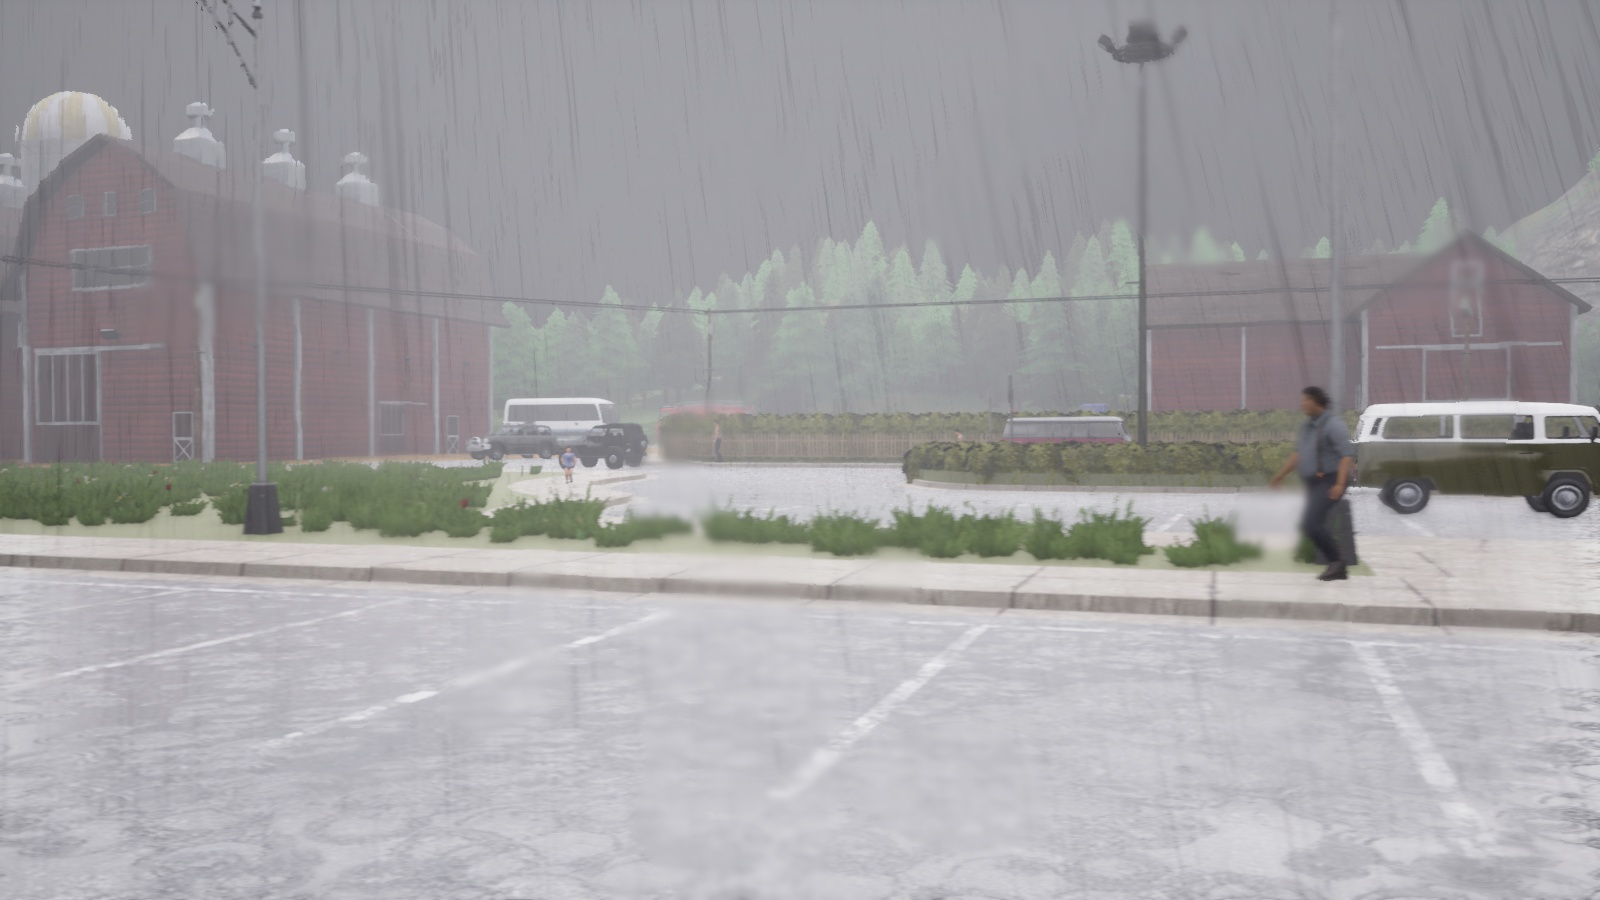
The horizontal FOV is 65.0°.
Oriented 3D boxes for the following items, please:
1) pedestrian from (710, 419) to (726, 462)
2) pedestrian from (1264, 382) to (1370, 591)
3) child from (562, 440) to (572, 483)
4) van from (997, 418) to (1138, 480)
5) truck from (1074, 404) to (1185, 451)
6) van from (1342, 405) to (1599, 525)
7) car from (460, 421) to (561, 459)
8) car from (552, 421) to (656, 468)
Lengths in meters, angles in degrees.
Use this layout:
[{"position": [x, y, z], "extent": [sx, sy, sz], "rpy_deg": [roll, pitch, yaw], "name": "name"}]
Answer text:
[{"position": [-3.548, -0.403, 54.434], "extent": [0.594, 1.836, 0.345], "rpy_deg": [1, 1, 19], "name": "pedestrian"}, {"position": [4.690, 0.317, 11.410], "extent": [0.694, 1.848, 0.540], "rpy_deg": [0, 1, -8], "name": "pedestrian"}, {"position": [-6.185, 0.304, 33.384], "extent": [0.255, 1.110, 0.394], "rpy_deg": [0, 1, -11], "name": "child"}, {"position": [8.997, -0.063, 42.240], "extent": [4.442, 1.987, 1.775], "rpy_deg": [1, 1, 19], "name": "van"}, {"position": [25.204, -1.738, 96.024], "extent": [7.936, 3.462, 2.891], "rpy_deg": [1, 1, 20], "name": "truck"}, {"position": [12.320, 0.236, 22.729], "extent": [4.480, 2.038, 2.069], "rpy_deg": [0, 1, 19], "name": "van"}, {"position": [-14.532, -0.530, 63.239], "extent": [4.605, 1.855, 1.932], "rpy_deg": [-1, 1, -44], "name": "car"}, {"position": [-8.141, -0.244, 52.149], "extent": [3.866, 1.878, 1.905], "rpy_deg": [1, 1, 25], "name": "car"}]
